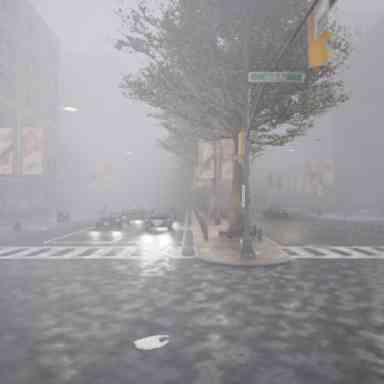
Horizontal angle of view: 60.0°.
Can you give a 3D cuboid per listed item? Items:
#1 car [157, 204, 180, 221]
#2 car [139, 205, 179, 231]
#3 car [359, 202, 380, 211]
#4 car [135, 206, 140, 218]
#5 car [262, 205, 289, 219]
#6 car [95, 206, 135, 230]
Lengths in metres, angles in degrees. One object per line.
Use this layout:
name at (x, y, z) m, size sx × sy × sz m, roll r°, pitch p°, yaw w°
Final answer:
car at (-2.357, 2.078, 34.435) m, size 2.128 × 1.511 × 4.902 m, roll 0°, pitch -1°, yaw 0°
car at (-2.304, 1.908, 24.315) m, size 2.128 × 1.511 × 4.902 m, roll 0°, pitch -1°, yaw 0°
car at (28.391, 2.280, 53.432) m, size 2.161 × 1.482 × 4.786 m, roll 0°, pitch -1°, yaw -1°
car at (-5.861, 2.166, 35.079) m, size 1.994 × 1.385 × 4.181 m, roll 0°, pitch -1°, yaw 0°
car at (9.189, 2.161, 36.934) m, size 2.033 × 1.411 × 5.357 m, roll 0°, pitch -1°, yaw 0°
car at (-5.814, 1.960, 25.091) m, size 1.812 × 1.442 × 4.674 m, roll 0°, pitch -1°, yaw 1°
